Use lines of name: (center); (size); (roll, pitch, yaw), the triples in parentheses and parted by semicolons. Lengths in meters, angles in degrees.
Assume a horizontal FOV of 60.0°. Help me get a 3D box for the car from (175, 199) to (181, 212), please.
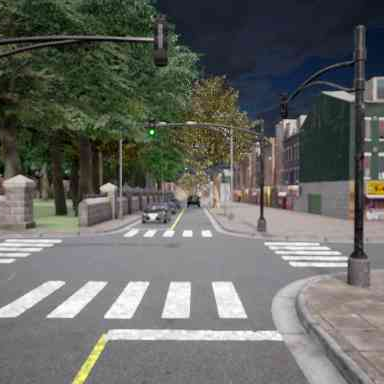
car: (-2.670, 1.704, 36.444); (2.033, 1.411, 5.357); (0, 0, 0)

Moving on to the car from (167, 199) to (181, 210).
car: (-2.600, 1.749, 48.514); (1.812, 1.442, 4.674); (0, 0, 0)

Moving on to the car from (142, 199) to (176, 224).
car: (-2.705, 1.599, 26.108); (2.128, 1.511, 4.902); (0, 0, 2)

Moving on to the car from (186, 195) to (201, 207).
car: (0.270, 1.487, 55.376); (2.150, 2.045, 5.566); (0, 0, 0)

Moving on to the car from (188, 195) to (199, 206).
car: (0.321, 1.554, 65.796); (2.150, 2.045, 5.566); (0, 0, 0)
